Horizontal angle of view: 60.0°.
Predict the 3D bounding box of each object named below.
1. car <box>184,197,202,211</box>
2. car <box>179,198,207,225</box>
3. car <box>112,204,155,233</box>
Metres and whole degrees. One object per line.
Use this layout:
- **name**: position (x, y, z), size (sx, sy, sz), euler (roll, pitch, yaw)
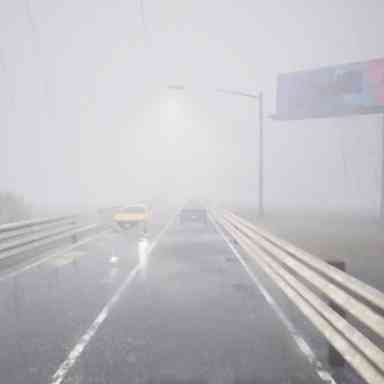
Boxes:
- **car**: position (0.099, 1.476, 42.406), size (2.128, 1.511, 4.902), euler (0, 0, 0)
- **car**: position (0.102, 1.469, 24.266), size (1.882, 1.535, 5.008), euler (0, 0, 0)
- **car**: position (-3.319, 1.470, 19.681), size (1.882, 1.535, 5.008), euler (0, 0, 0)
